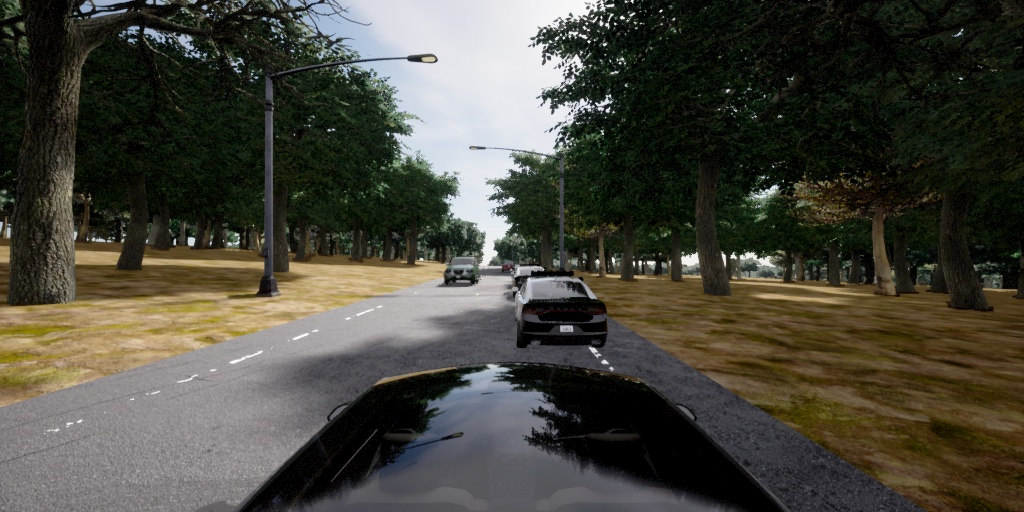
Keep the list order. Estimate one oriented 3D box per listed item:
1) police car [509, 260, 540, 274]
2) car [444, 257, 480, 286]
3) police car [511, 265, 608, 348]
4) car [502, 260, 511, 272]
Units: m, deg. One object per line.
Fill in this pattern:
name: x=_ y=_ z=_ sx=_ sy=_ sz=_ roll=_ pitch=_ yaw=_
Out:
police car: x=0.966 y=1.219 z=19.440 sx=1.930 sy=1.638 sz=5.238 roll=-1 pitch=0 yaw=0
car: x=-3.644 y=1.073 z=26.969 sx=2.150 sy=2.045 sz=5.566 roll=0 pitch=0 yaw=-1
police car: x=1.033 y=1.190 z=9.426 sx=1.930 sy=1.638 sz=5.238 roll=0 pitch=0 yaw=0
car: x=-0.421 y=1.402 z=51.669 sx=2.097 sy=1.767 sz=4.553 roll=0 pitch=-1 yaw=-1
